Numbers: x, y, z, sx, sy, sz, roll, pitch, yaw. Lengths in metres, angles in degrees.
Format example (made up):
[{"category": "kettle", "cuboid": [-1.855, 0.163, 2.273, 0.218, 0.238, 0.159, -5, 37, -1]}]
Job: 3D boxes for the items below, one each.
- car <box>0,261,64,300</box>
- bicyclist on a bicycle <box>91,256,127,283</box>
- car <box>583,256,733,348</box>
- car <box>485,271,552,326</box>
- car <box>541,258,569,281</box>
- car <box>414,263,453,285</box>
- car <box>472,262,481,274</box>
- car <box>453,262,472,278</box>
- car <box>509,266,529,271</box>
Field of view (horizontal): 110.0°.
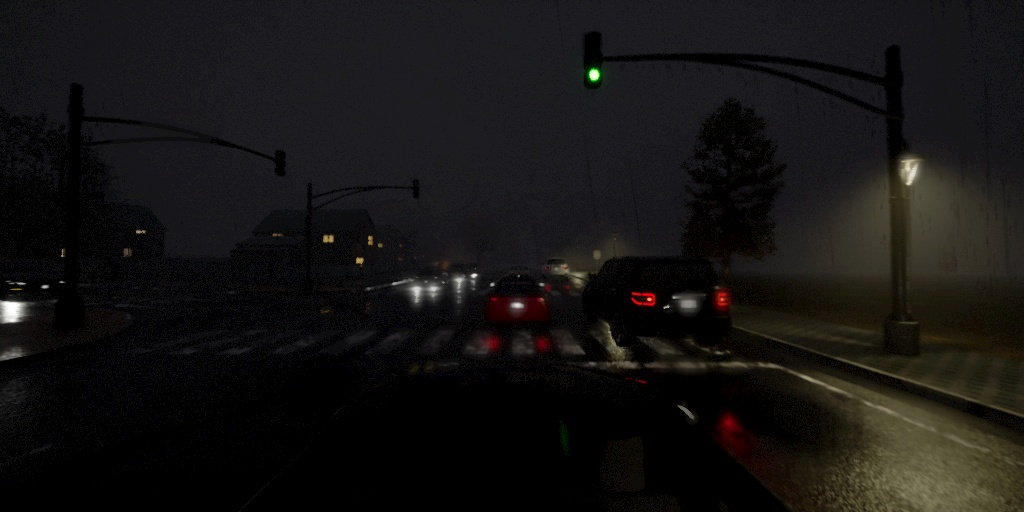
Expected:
[{"category": "car", "cuboid": [-21.395, 0.977, 15.239, 4.892, 1.490, 1.837, 1, -1, 14]}, {"category": "bicyclist on a bicycle", "cuboid": [-24.867, 0.850, 22.181, 0.582, 1.620, 1.656, 1, -1, 14]}, {"category": "car", "cuboid": [3.400, 1.022, 9.544, 2.150, 2.045, 5.566, 0, 0, 0]}, {"category": "car", "cuboid": [0.178, 1.380, 12.044, 1.994, 1.385, 4.181, 0, 0, 1]}, {"category": "car", "cuboid": [3.892, 1.179, 32.933, 2.150, 2.045, 5.566, 0, 0, 2]}, {"category": "car", "cuboid": [-6.227, 1.476, 28.299, 2.033, 1.411, 5.357, 0, 0, -2]}, {"category": "car", "cuboid": [-5.372, 1.583, 48.143, 1.837, 1.490, 4.892, 0, 0, 4]}, {"category": "car", "cuboid": [-5.855, 1.505, 38.170, 1.837, 1.490, 4.892, 0, 0, 2]}, {"category": "car", "cuboid": [0.691, 1.570, 34.346, 1.895, 1.301, 4.718, 0, 0, 2]}]
